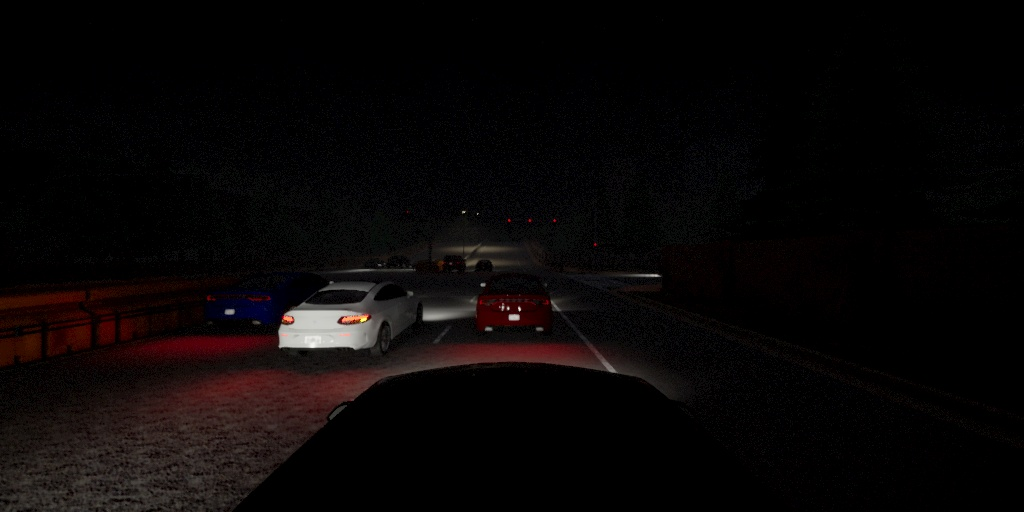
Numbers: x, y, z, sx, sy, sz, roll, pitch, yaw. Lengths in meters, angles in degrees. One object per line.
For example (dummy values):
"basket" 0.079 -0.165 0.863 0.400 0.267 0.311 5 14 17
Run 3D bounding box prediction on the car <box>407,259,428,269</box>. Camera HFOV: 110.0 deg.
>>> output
"car" -14.204 1.243 55.318 1.812 1.442 4.674 0 0 0

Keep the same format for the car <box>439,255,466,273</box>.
"car" -6.988 0.946 43.533 2.150 2.045 5.566 0 0 0

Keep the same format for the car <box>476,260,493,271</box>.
"car" -3.493 1.201 45.954 1.882 1.535 5.008 0 0 0

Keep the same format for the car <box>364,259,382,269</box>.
"car" -21.200 1.208 55.307 2.128 1.511 4.902 0 0 0

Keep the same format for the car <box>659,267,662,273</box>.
"car" 17.273 1.293 36.498 4.181 1.385 1.994 0 0 0

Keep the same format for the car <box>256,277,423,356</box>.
"car" -3.449 1.272 8.468 1.812 1.442 4.674 0 0 -1

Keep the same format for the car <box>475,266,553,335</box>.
"car" 0.056 1.222 10.499 1.882 1.535 5.008 0 0 0

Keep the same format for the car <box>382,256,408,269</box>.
"car" -17.702 0.939 55.582 2.150 2.045 5.566 0 0 0

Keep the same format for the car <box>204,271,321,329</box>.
"car" -6.942 1.222 11.305 1.882 1.535 5.008 0 0 0
